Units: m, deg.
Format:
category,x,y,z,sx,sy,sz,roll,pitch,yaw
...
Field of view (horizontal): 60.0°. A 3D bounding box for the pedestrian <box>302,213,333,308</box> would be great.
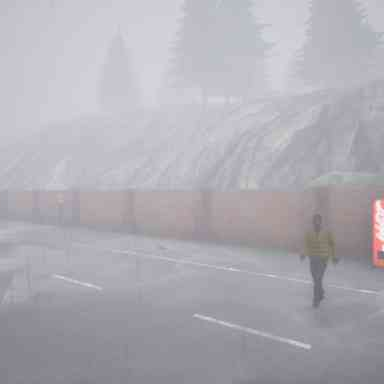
category,x,y,z,sx,sy,sz,roll,pitch,yaw
pedestrian,2.482,1.293,6.575,0.375,1.860,0.375,0,0,37
